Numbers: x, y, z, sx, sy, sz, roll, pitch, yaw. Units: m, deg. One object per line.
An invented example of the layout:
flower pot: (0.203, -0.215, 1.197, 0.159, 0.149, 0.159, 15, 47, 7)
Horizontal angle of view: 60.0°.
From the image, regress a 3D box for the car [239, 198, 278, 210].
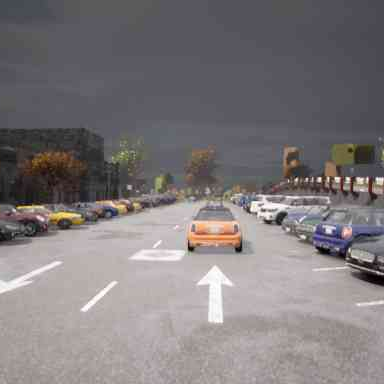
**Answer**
car: (8.997, 1.659, 45.235, 4.792, 1.488, 2.163, 1, 0, -16)

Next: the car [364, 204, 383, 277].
car: (6.405, 1.253, 6.060, 5.566, 2.045, 2.435, 1, 0, -16)

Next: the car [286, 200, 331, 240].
car: (7.023, 1.408, 15.095, 4.553, 1.767, 2.185, 1, 0, -16)

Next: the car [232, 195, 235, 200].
car: (9.648, 1.659, 54.286, 4.892, 1.521, 2.231, 1, 0, -16)

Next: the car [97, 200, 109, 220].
car: (-9.260, 1.584, 26.324, 4.792, 1.488, 2.163, -1, 0, -16)

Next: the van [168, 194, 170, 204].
van: (-6.953, 1.440, 61.728, 4.442, 1.987, 1.878, -1, 0, -16)

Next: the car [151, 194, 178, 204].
car: (-6.065, 1.448, 73.556, 5.566, 2.045, 2.435, -1, 0, -16)

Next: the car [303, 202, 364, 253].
car: (6.758, 1.397, 12.068, 4.553, 1.767, 2.185, 1, 0, -16)

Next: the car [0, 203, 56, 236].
car: (-9.867, 1.400, 17.475, 4.553, 1.767, 2.185, -1, -1, -16)

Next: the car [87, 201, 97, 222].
car: (-9.437, 1.546, 23.380, 4.892, 1.521, 2.231, -1, -1, -16)

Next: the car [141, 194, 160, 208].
car: (-7.668, 1.504, 49.947, 4.553, 1.767, 2.185, -1, 0, -16)

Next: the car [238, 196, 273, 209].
car: (9.205, 1.513, 48.253, 4.553, 1.767, 2.185, 1, 0, -16)

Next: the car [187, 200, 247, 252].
car: (0.976, 1.405, 14.288, 2.097, 1.767, 4.553, 0, 0, 4)

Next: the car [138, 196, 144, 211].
car: (-8.610, 1.591, 38.086, 5.366, 1.575, 1.946, -1, 0, -16)

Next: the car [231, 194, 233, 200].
car: (10.084, 1.550, 60.321, 4.553, 1.767, 2.185, 1, 0, -16)

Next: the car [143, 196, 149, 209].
car: (-8.211, 1.631, 41.112, 4.792, 1.488, 2.163, -1, -1, -16)

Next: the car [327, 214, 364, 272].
car: (6.589, 1.515, 9.058, 4.892, 1.521, 2.231, 1, 0, -16)

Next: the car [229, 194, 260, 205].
car: (10.482, 1.442, 66.367, 5.566, 2.045, 2.435, 1, 0, -16)

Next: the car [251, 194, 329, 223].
car: (7.579, 1.310, 24.125, 5.566, 2.045, 2.435, 1, 0, -16)

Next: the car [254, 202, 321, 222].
car: (7.776, 1.601, 27.141, 4.792, 1.488, 2.163, 1, 0, -16)

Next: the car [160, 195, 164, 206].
car: (-7.437, 1.640, 52.913, 4.892, 1.521, 2.231, -1, 0, -16)

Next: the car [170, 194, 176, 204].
car: (-6.618, 1.422, 64.729, 5.566, 2.045, 2.435, -1, 0, -16)

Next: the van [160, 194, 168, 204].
van: (-7.153, 1.432, 58.775, 4.442, 1.987, 1.878, -1, 0, -16)

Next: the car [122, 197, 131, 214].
car: (-9.010, 1.572, 32.182, 5.366, 1.575, 1.946, -1, 0, -16)

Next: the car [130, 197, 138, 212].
car: (-8.635, 1.582, 35.197, 5.008, 1.535, 2.097, -1, 0, -16)

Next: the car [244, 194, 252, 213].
car: (8.043, 1.330, 30.174, 5.566, 2.045, 2.435, 1, 0, -16)

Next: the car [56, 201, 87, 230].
car: (-9.460, 1.530, 20.491, 5.366, 1.575, 1.946, -1, -1, -16)

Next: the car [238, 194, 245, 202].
car: (8.388, 1.349, 36.193, 5.566, 2.045, 2.435, 1, 0, -16)

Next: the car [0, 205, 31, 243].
car: (-10.039, 1.517, 14.529, 4.892, 1.521, 2.231, -1, -1, -16)

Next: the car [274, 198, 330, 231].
car: (7.221, 1.417, 18.116, 4.553, 1.767, 2.185, 1, 0, -16)

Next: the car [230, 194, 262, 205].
car: (10.234, 1.433, 63.317, 5.566, 2.045, 2.435, 1, 0, -16)

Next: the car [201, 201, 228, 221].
car: (1.990, 1.583, 29.284, 2.128, 1.511, 4.902, 0, 0, 4)

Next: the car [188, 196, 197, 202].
car: (0.117, 1.727, 75.843, 1.812, 1.442, 4.674, 0, 0, 4)

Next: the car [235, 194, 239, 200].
car: (8.856, 1.369, 42.237, 5.566, 2.045, 2.435, 1, 0, -16)

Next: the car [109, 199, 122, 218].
car: (-9.032, 1.563, 29.281, 5.008, 1.535, 2.097, -1, -1, -16)

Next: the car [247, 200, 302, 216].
car: (8.200, 1.592, 33.191, 4.892, 1.521, 2.231, 1, 0, -16)
